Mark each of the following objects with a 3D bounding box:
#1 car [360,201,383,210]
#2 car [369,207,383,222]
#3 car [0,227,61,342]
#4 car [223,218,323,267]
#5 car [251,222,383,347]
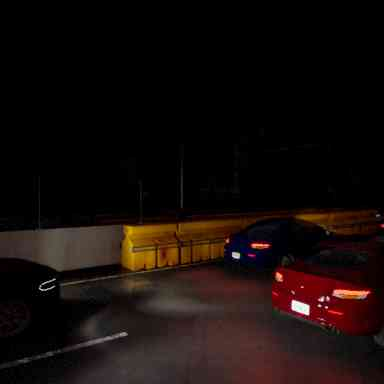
[{"bbox_3d":[19.936,1.601,35.429,4.718,1.301,1.895,0,0,-36],"label":"car"},{"bbox_3d":[10.853,1.547,15.784,5.357,1.411,2.033,0,0,-36],"label":"car"},{"bbox_3d":[-4.560,1.478,4.792,5.008,1.535,1.882,0,0,-35],"label":"car"},{"bbox_3d":[3.052,1.526,10.226,4.674,1.442,1.812,0,0,-35],"label":"car"},{"bbox_3d":[3.451,1.526,6.217,4.674,1.442,1.812,0,0,-36],"label":"car"}]
